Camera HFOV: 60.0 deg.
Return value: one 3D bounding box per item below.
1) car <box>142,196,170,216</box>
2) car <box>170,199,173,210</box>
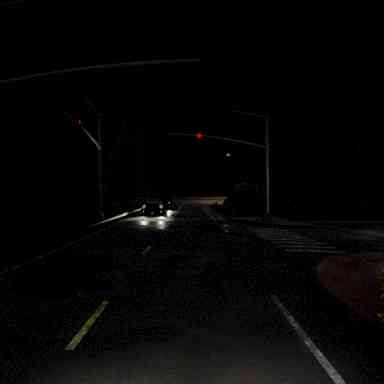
[{"bbox_3d":[-3.626,1.352,32.633,2.097,1.767,4.553,0,0,0],"label":"car"},{"bbox_3d":[-3.610,1.352,42.396,2.097,1.767,4.553,0,0,0],"label":"car"}]
